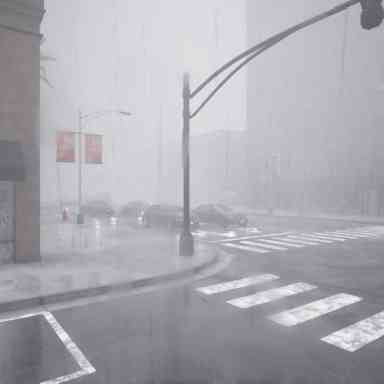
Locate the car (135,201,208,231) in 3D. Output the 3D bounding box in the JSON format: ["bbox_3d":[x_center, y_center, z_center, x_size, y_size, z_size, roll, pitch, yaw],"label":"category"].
[{"bbox_3d":[-1.421,1.482,20.591,1.837,1.490,4.892,0,0,-36],"label":"car"}]

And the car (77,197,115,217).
[{"bbox_3d":[-8.774,1.464,30.803,1.837,1.490,4.892,0,0,-36],"label":"car"}]

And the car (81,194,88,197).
[{"bbox_3d":[-21.540,1.243,65.458,2.097,1.767,4.553,0,0,-32],"label":"car"}]

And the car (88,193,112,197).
[{"bbox_3d":[-15.499,1.129,57.165,2.150,2.045,5.566,0,0,-36],"label":"car"}]

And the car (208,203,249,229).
[{"bbox_3d":[1.619,1.500,21.960,1.812,1.442,4.674,0,0,-37],"label":"car"}]

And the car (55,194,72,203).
[{"bbox_3d":[-25.121,1.246,64.972,2.097,1.767,4.553,0,0,-36],"label":"car"}]

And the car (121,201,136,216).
[{"bbox_3d":[-5.001,1.521,31.125,1.994,1.385,4.181,0,0,-36],"label":"car"}]

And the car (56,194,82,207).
[{"bbox_3d":[-18.741,1.483,50.378,1.812,1.442,4.674,0,0,-36],"label":"car"}]
